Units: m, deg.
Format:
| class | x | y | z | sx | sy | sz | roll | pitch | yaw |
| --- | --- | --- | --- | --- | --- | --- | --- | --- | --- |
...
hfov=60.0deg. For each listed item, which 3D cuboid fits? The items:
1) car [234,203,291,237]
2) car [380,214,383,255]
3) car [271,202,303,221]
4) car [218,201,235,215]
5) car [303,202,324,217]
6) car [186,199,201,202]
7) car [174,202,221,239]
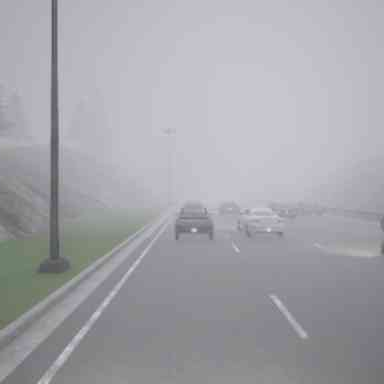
| class | x | y | z | sx | sy | sz | roll | pitch | yaw |
| --- | --- | --- | --- | --- | --- | --- | --- | --- | --- |
| car | 3.585 | 1.524 | 17.856 | 1.812 | 1.442 | 4.674 | 0 | 0 | 0 |
| car | 7.096 | 1.503 | 8.958 | 1.837 | 1.490 | 4.892 | 0 | 0 | 0 |
| car | 7.118 | 1.545 | 27.504 | 2.033 | 1.411 | 5.357 | 0 | 0 | 0 |
| car | 3.650 | 1.561 | 33.465 | 1.994 | 1.385 | 4.181 | 0 | 0 | 0 |
| car | 10.640 | 1.598 | 31.380 | 1.895 | 1.301 | 4.718 | 0 | 0 | 0 |
| car | 0.154 | 1.474 | 34.520 | 1.882 | 1.535 | 5.008 | 0 | 0 | 0 |
| car | 0.099 | 1.490 | 17.239 | 2.128 | 1.511 | 4.902 | 0 | 0 | 0 |
